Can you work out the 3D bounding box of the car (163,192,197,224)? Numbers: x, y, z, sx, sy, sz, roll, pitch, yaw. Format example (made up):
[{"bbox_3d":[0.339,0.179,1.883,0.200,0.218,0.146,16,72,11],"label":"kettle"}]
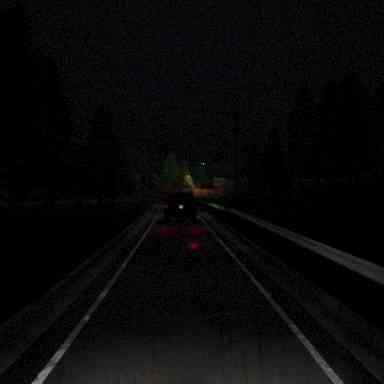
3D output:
[{"bbox_3d":[-0.871,1.068,23.710,2.150,2.045,5.566,0,-1,-4],"label":"car"}]

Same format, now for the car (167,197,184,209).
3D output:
[{"bbox_3d":[-2.107,1.313,40.867,1.994,1.385,4.181,0,0,-4],"label":"car"}]
